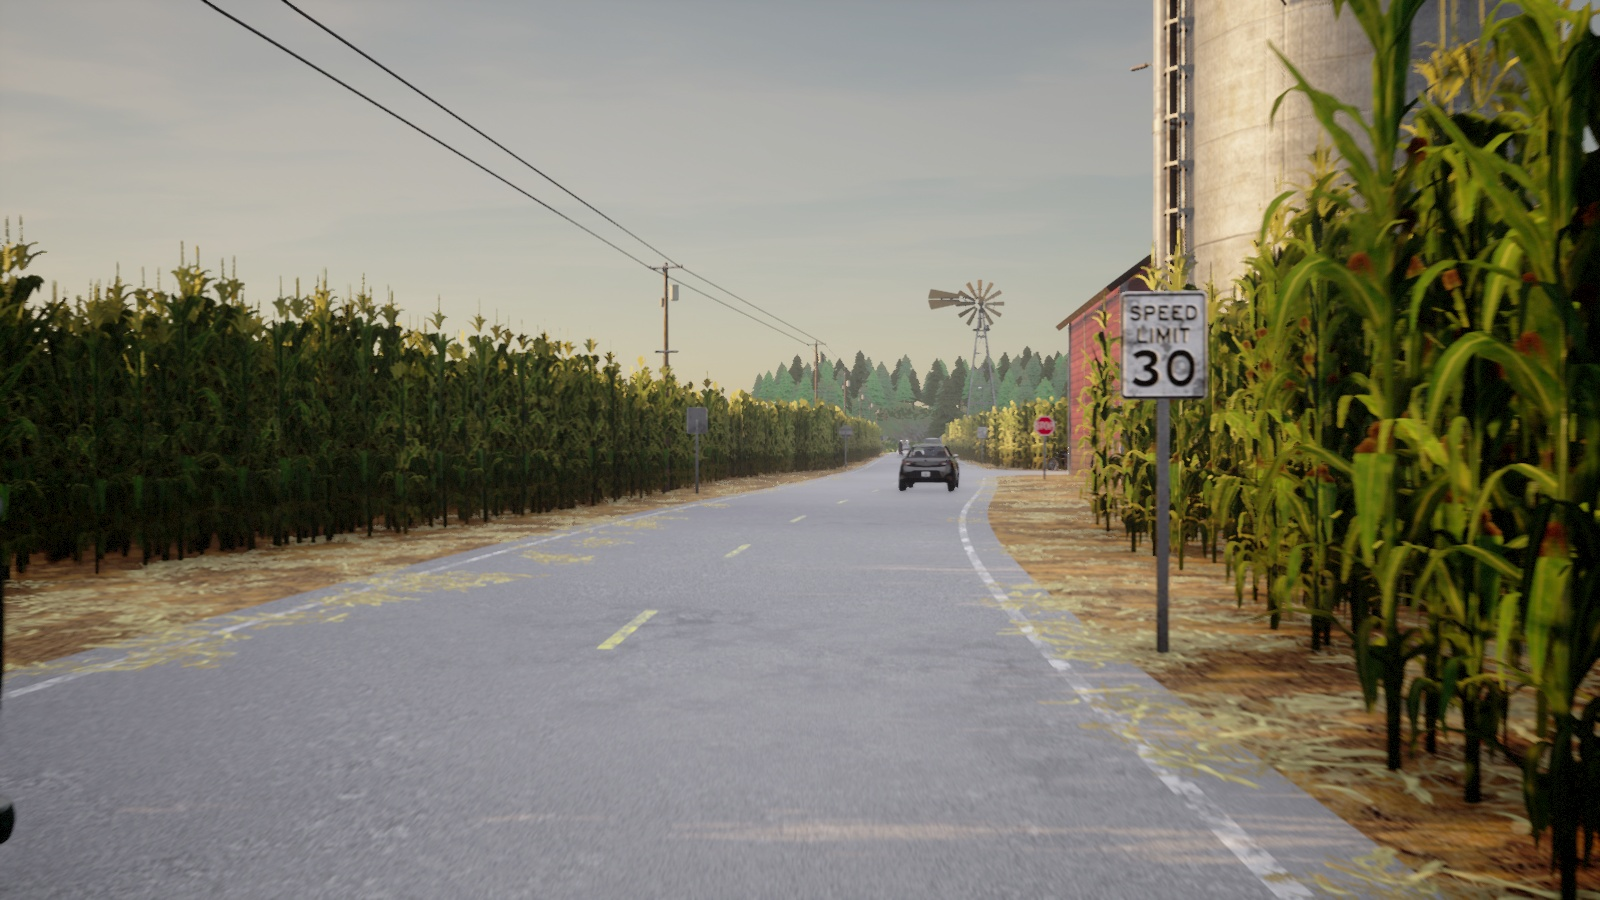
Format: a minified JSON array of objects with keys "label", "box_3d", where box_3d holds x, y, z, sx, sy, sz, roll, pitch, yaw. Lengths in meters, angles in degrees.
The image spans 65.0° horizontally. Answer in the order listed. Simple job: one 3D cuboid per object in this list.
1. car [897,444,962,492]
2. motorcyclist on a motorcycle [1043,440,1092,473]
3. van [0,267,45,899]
[{"label":"car","box_3d":[4.209,0.536,40.424,1.816,1.474,4.193,0,0,10]},{"label":"motorcyclist on a motorcycle","box_3d":[13.823,0.342,64.903,2.350,1.649,0.766,0,-1,20]},{"label":"van","box_3d":[-3.168,0.488,1.540,1.775,1.987,4.442,0,0,1]}]
